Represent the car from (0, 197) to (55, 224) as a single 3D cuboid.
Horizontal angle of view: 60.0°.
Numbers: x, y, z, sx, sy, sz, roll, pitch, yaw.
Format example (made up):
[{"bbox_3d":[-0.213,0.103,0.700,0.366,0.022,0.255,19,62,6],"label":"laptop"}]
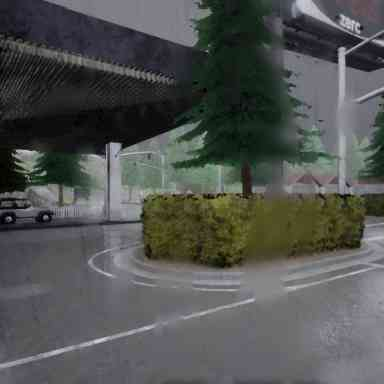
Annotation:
[{"bbox_3d":[-11.923,1.313,23.509,3.866,1.878,1.905,0,0,-36],"label":"car"}]
